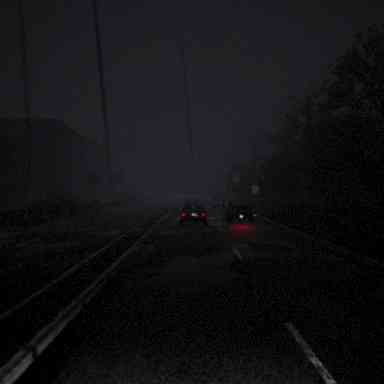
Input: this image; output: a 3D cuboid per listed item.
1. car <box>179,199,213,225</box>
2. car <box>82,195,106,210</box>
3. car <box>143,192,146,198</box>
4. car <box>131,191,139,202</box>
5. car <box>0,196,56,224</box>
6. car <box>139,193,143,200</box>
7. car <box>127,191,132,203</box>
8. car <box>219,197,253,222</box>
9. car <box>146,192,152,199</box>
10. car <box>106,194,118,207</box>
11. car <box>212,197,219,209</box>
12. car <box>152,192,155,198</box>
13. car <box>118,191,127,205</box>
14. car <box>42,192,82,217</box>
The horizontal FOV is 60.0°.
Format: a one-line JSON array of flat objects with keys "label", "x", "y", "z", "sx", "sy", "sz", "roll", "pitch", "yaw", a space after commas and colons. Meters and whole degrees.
[{"label": "car", "x": 0.095, "y": 1.428, "z": 22.845, "sx": 2.033, "sy": 1.411, "sz": 5.357, "roll": 0, "pitch": 0, "yaw": 0}, {"label": "car", "x": -11.927, "y": 1.229, "z": 38.169, "sx": 2.231, "sy": 1.521, "sz": 4.892, "roll": 0, "pitch": 0, "yaw": 0}, {"label": "car", "x": -12.028, "y": 1.055, "z": 72.983, "sx": 2.231, "sy": 1.521, "sz": 4.892, "roll": 0, "pitch": 0, "yaw": 0}, {"label": "car", "x": -11.978, "y": 0.858, "z": 61.772, "sx": 2.435, "sy": 2.045, "sz": 5.566, "roll": 0, "pitch": 0, "yaw": 0}, {"label": "car", "x": -11.803, "y": 1.303, "z": 23.258, "sx": 2.231, "sy": 1.521, "sz": 4.892, "roll": 0, "pitch": 0, "yaw": 0}, {"label": "car", "x": -12.005, "y": 1.082, "z": 67.457, "sx": 2.231, "sy": 1.521, "sz": 4.892, "roll": 0, "pitch": 0, "yaw": 0}, {"label": "car", "x": -11.952, "y": 1.135, "z": 56.091, "sx": 1.946, "sy": 1.575, "sz": 5.366, "roll": 0, "pitch": 0, "yaw": 0}, {"label": "car", "x": 3.347, "y": 1.376, "z": 24.943, "sx": 1.837, "sy": 1.490, "sz": 4.892, "roll": 0, "pitch": 1, "yaw": 0}, {"label": "car", "x": -12.079, "y": 0.996, "z": 83.840, "sx": 1.946, "sy": 1.575, "sz": 5.366, "roll": 0, "pitch": 0, "yaw": 0}, {"label": "car", "x": -11.902, "y": 1.190, "z": 45.041, "sx": 1.946, "sy": 1.575, "sz": 5.366, "roll": 0, "pitch": 0, "yaw": 0}, {"label": "car", "x": 3.343, "y": 1.332, "z": 41.157, "sx": 2.033, "sy": 1.411, "sz": 5.357, "roll": 0, "pitch": 0, "yaw": 0}, {"label": "car", "x": -12.102, "y": 0.845, "z": 89.583, "sx": 2.185, "sy": 1.767, "sz": 4.553, "roll": 0, "pitch": 0, "yaw": 0}, {"label": "car", "x": -11.928, "y": 1.039, "z": 50.782, "sx": 2.185, "sy": 1.767, "sz": 4.553, "roll": 0, "pitch": 0, "yaw": 0}, {"label": "car", "x": -11.828, "y": 1.024, "z": 28.747, "sx": 2.435, "sy": 2.045, "sz": 5.566, "roll": 0, "pitch": 0, "yaw": 0}]
